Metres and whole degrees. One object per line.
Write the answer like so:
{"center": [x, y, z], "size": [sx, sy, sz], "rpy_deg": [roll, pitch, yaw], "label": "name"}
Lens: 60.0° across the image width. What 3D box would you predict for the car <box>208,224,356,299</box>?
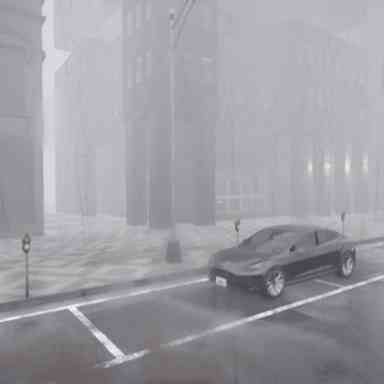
{"center": [2.396, 1.522, 8.344], "size": [4.313, 1.339, 1.947], "rpy_deg": [0, 0, -35], "label": "car"}
